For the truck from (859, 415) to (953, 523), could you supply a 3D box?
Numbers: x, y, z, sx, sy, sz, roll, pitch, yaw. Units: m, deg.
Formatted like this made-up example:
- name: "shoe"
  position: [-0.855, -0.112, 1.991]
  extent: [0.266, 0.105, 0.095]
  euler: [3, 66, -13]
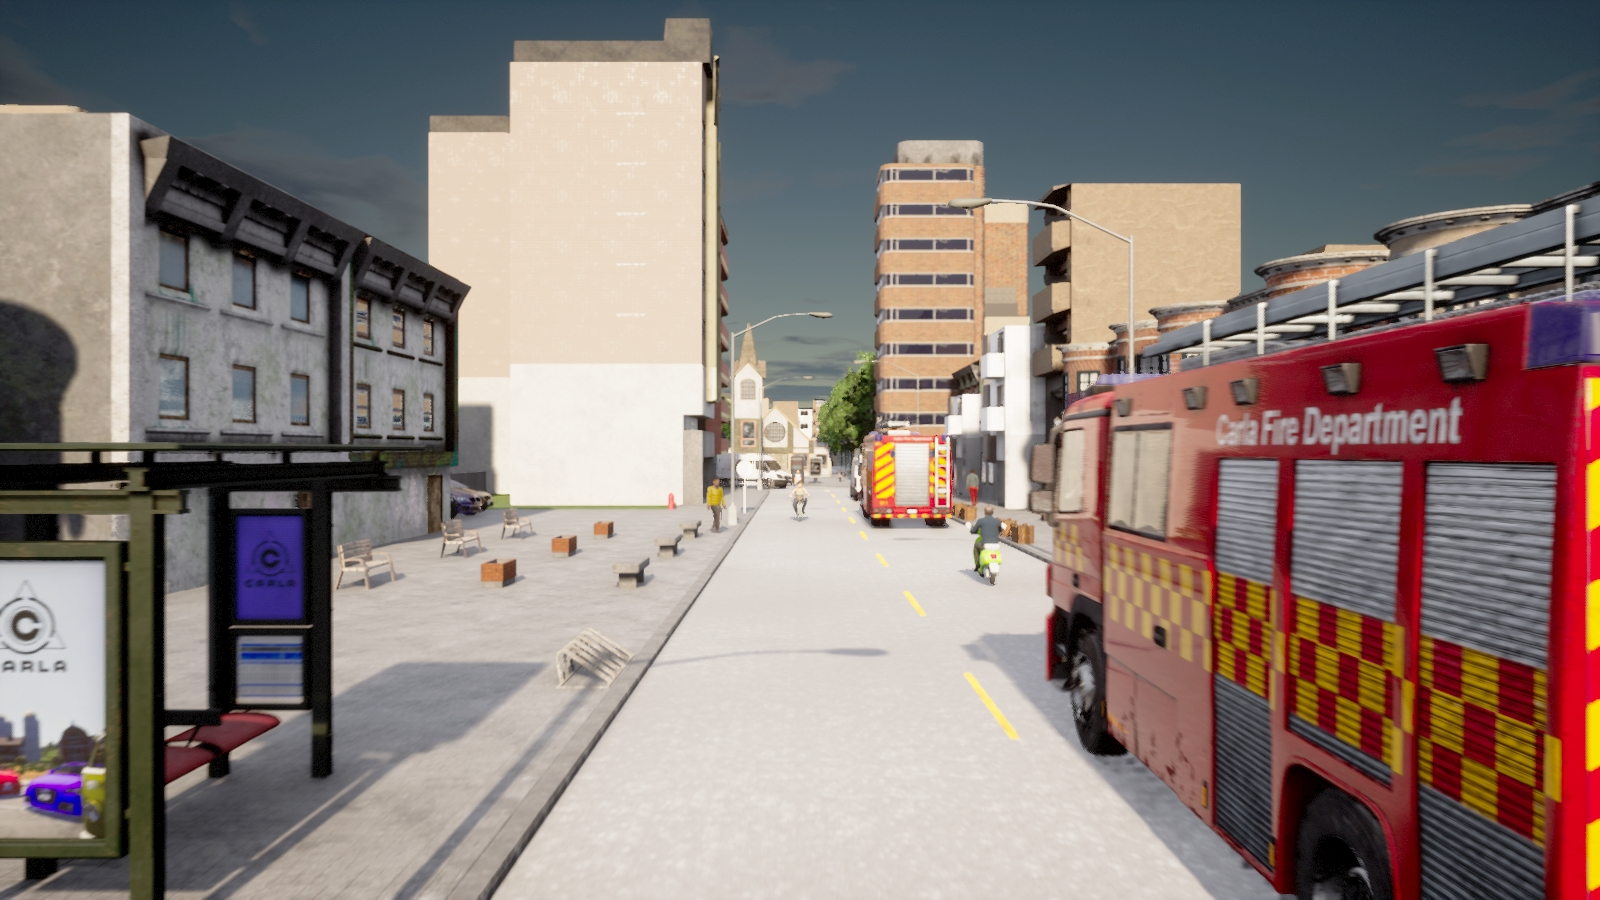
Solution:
- name: "truck"
  position: [3.983, 0.670, 44.692]
  extent: [2.891, 3.827, 8.468]
  euler: [0, 0, 0]

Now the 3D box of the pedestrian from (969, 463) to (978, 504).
- name: "pedestrian"
  position: [7.910, 1.522, 52.089]
  extent: [0.375, 1.860, 0.375]
  euler: [0, 0, 10]

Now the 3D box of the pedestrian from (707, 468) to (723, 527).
- name: "pedestrian"
  position: [-2.733, 1.523, 36.645]
  extent: [0.375, 1.860, 0.375]
  euler: [0, 0, -37]

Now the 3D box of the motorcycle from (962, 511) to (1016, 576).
- name: "motorcycle"
  position: [4.000, 1.962, 24.334]
  extent: [0.856, 1.236, 1.805]
  euler: [0, 0, 0]

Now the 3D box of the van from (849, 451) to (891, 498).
- name: "van"
  position: [3.946, 1.314, 65.310]
  extent: [1.988, 2.561, 5.915]
  euler: [0, 0, 0]

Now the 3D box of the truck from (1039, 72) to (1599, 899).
- name: "truck"
  position: [4.006, 0.670, 7.990]
  extent: [2.891, 3.827, 8.468]
  euler: [0, 0, 0]
